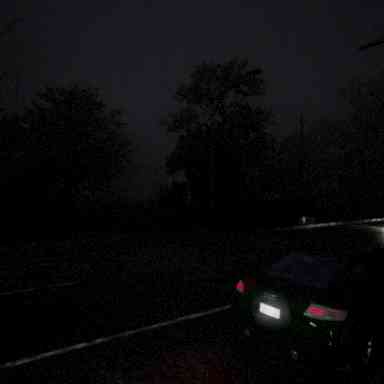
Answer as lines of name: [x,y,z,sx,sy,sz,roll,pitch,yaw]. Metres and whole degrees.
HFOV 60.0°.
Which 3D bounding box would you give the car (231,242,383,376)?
car: [2.676,1.571,5.653,4.181,1.385,1.994,0,0,-36]
